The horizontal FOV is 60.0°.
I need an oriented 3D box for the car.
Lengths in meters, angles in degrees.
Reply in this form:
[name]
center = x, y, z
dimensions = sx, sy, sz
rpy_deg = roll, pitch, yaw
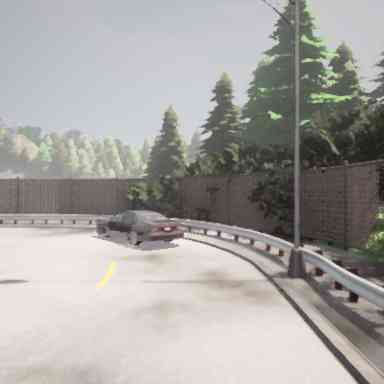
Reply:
[car]
center = -2.600, 1.541, 15.434
dimensions = 2.033, 1.411, 5.357
rpy_deg = 0, 0, -39
